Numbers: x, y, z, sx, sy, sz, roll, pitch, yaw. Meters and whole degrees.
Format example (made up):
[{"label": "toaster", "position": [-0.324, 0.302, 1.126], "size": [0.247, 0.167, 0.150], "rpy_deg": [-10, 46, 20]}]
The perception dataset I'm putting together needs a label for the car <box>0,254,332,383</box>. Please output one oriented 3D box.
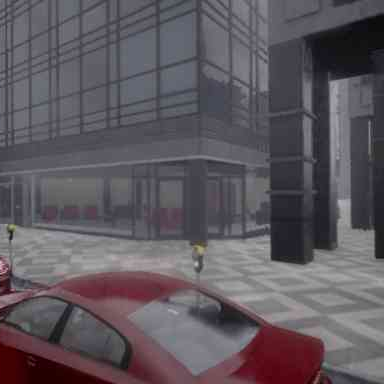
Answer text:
[{"label": "car", "position": [-0.941, 1.541, 3.529], "size": [4.507, 1.381, 1.887], "rpy_deg": [0, -1, 36]}]
